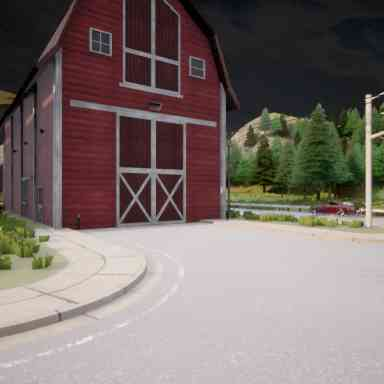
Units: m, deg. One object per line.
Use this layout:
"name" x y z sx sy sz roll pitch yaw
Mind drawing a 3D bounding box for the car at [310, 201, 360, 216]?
"car" 13.548 1.552 31.779 1.812 1.442 4.674 0 0 -35
